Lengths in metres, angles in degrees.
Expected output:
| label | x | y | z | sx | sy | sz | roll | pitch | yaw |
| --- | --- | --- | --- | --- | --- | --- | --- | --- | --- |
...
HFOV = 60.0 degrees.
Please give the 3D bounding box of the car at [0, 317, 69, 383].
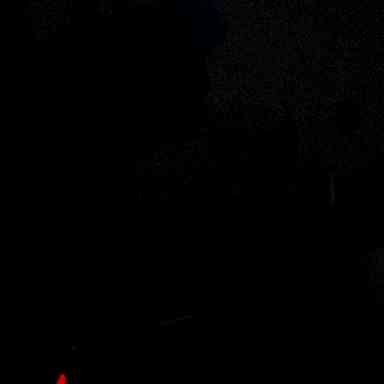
| label | x | y | z | sx | sy | sz | roll | pitch | yaw |
| --- | --- | --- | --- | --- | --- | --- | --- | --- | --- |
| car | -2.916 | 1.564 | 1.907 | 4.181 | 1.385 | 1.994 | 0 | 0 | -36 |
